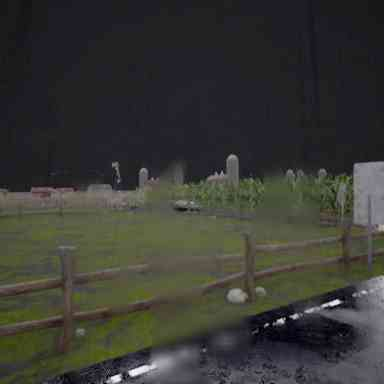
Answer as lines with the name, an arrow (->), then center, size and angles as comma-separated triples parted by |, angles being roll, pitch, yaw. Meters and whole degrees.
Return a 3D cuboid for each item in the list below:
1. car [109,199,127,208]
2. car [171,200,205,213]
car -> -12.182, 1.841, 54.343 | 2.128, 1.511, 4.902 | -1, 0, -35
car -> -0.501, 1.646, 37.688 | 1.882, 1.535, 5.008 | -1, 0, -35
